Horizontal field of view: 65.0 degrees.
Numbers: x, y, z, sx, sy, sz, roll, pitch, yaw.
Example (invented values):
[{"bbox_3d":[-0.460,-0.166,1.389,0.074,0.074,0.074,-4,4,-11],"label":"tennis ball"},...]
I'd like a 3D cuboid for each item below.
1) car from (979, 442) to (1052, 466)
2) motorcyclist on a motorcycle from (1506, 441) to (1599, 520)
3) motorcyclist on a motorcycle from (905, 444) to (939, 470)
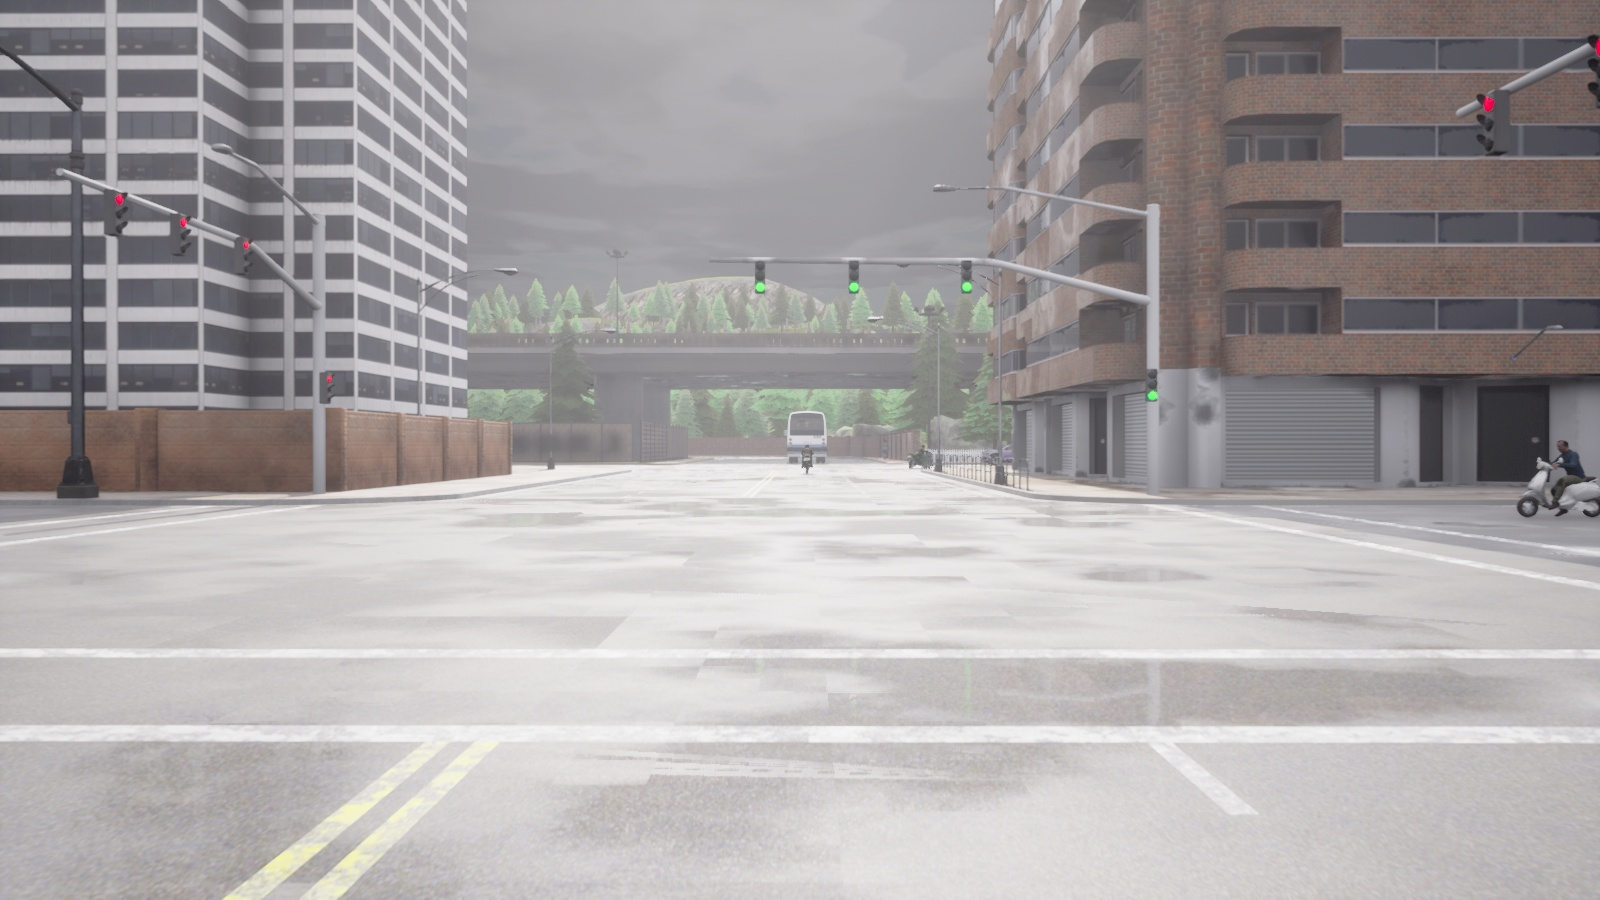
[{"bbox_3d":[15.290,0.286,89.288,4.856,1.649,2.033,0,0,1],"label":"car"},{"bbox_3d":[15.577,0.613,25.637,1.817,1.590,0.866,0,0,1],"label":"motorcyclist on a motorcycle"},{"bbox_3d":[7.572,0.420,77.864,2.044,1.523,0.797,0,3,-34],"label":"motorcyclist on a motorcycle"}]
